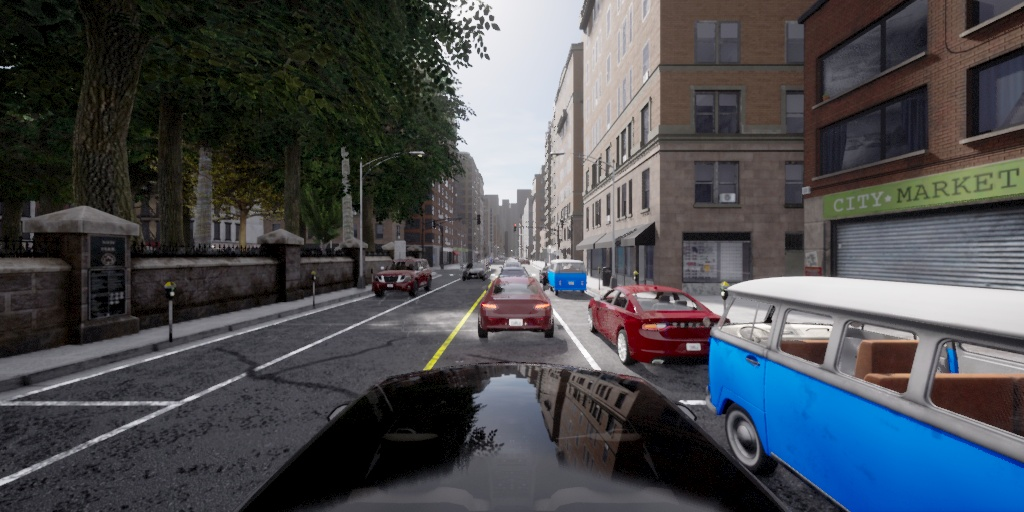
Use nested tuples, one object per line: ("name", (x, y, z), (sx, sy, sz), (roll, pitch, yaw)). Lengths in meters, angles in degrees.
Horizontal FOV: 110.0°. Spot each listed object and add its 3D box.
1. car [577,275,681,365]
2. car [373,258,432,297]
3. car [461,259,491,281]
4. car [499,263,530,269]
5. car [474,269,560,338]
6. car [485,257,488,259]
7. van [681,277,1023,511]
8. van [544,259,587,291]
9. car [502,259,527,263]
("car", (2.861, 1.293, 7.870), (1.888, 1.381, 4.507), (0, 0, 0))
("car", (-5.655, 1.057, 19.157), (2.192, 1.841, 5.009), (0, 0, 0))
("car", (-2.980, 1.275, 29.653), (1.837, 1.490, 4.892), (0, 0, 0))
("car", (0.110, 1.289, 19.652), (2.033, 1.411, 5.357), (0, 0, 1))
("car", (0.101, 1.273, 10.073), (1.812, 1.442, 4.674), (0, 0, 0))
("car", (-5.624, 1.220, 62.676), (1.751, 1.417, 4.829), (0, 0, 0))
("van", (2.857, 1.091, 2.209), (1.690, 1.789, 3.998), (0, 0, 0))
("van", (2.869, 1.083, 19.191), (1.690, 1.789, 3.998), (0, 0, 0))
("car", (0.024, 1.238, 29.396), (1.837, 1.490, 4.892), (0, 0, 0))
